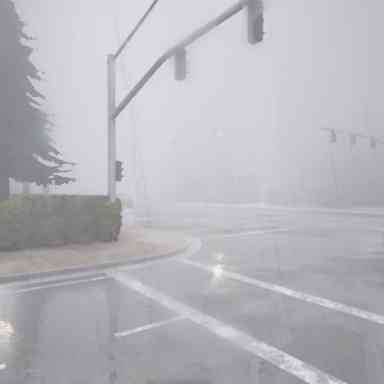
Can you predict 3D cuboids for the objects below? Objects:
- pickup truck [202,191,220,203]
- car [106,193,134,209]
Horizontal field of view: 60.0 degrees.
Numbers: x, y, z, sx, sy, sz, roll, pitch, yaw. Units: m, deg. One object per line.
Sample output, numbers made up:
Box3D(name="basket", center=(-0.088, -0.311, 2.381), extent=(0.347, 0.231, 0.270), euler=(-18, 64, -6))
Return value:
Box3D(name="pickup truck", center=(3.315, 0.855, 59.706), extent=(2.390, 2.098, 6.274), euler=(0, 0, -6))
Box3D(name="car", center=(-9.573, 1.128, 43.079), extent=(2.150, 2.045, 5.566), euler=(0, 0, -36))
